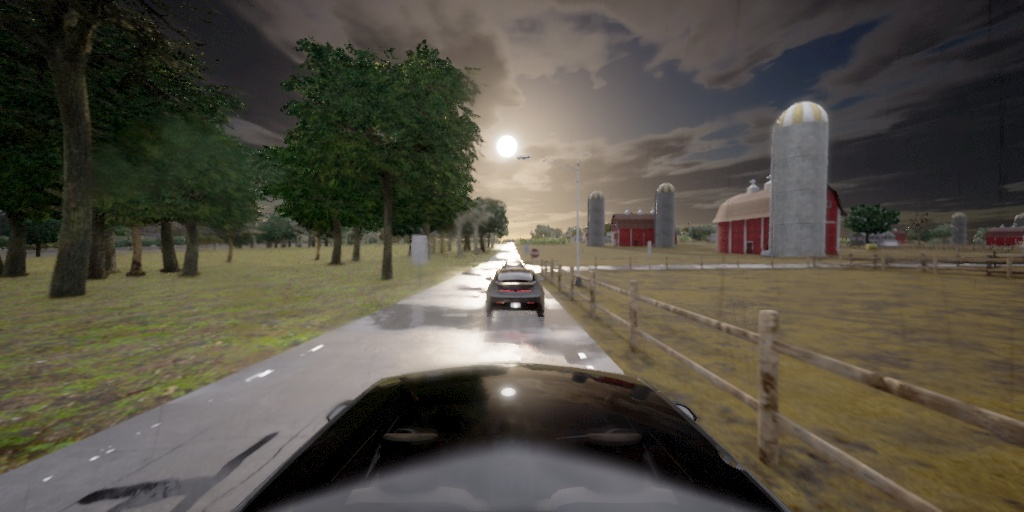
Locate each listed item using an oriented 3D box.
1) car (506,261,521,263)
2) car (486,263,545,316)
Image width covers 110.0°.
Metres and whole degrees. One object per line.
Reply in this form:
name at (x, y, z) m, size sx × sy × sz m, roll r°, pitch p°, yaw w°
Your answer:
car at (0.112, 1.055, 26.348) m, size 1.994 × 1.385 × 4.181 m, roll 0°, pitch 1°, yaw 0°
car at (0.106, 1.160, 12.848) m, size 1.837 × 1.490 × 4.892 m, roll 0°, pitch 1°, yaw 0°
